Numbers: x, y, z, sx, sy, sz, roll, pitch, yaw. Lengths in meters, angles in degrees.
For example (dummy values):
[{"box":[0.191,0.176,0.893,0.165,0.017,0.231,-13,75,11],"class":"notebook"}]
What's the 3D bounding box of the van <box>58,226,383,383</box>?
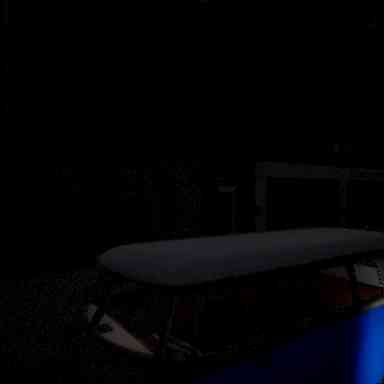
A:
[{"box":[0.778,1.326,3.398,3.998,1.788,1.690,0,0,-35],"class":"van"}]
